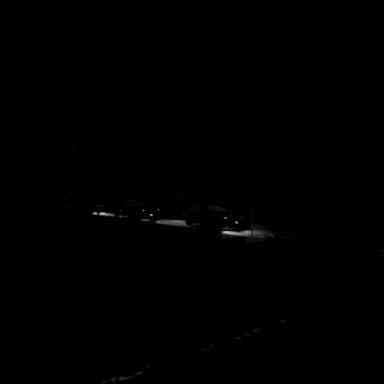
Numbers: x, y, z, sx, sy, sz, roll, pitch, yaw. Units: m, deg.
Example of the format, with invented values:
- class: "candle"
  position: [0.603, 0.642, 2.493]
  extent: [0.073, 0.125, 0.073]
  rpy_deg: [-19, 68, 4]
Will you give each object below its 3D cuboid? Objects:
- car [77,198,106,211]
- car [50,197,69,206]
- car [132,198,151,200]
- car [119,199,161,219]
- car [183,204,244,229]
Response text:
- class: "car"
  position: [-11.536, 1.454, 37.985]
  extent: [2.128, 1.511, 4.902]
  rpy_deg: [1, -1, -39]
- class: "car"
  position: [-21.796, 1.518, 54.786]
  extent: [1.812, 1.442, 4.674]
  rpy_deg: [2, -1, -41]
- class: "car"
  position: [-5.730, 1.381, 35.422]
  extent: [2.097, 1.767, 4.553]
  rpy_deg: [1, -1, -38]
- class: "car"
  position: [-4.712, 1.580, 29.330]
  extent: [1.895, 1.301, 4.718]
  rpy_deg: [1, -1, -38]
- class: "car"
  position: [1.239, 1.517, 21.484]
  extent: [1.812, 1.442, 4.674]
  rpy_deg: [1, -1, -37]
